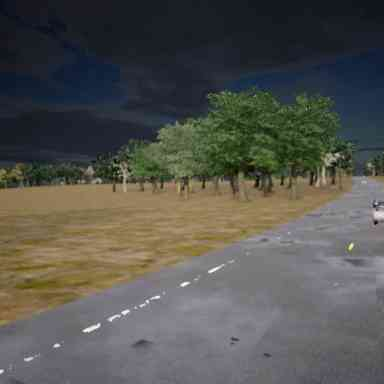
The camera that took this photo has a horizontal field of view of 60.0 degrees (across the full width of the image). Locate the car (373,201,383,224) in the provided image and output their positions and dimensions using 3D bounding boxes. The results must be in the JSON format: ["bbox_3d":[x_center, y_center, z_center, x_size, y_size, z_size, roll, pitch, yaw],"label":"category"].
[{"bbox_3d":[14.496,1.608,24.602,1.895,1.301,4.718,-1,0,29],"label":"car"}]

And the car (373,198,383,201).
[{"bbox_3d":[22.057,1.295,38.594,1.895,1.301,4.718,-1,1,28],"label":"car"}]
